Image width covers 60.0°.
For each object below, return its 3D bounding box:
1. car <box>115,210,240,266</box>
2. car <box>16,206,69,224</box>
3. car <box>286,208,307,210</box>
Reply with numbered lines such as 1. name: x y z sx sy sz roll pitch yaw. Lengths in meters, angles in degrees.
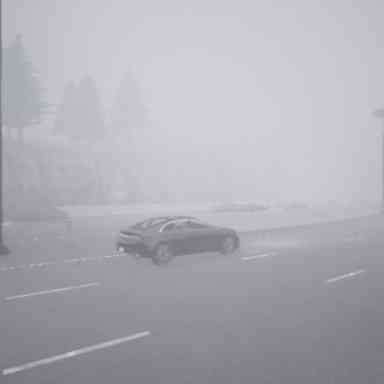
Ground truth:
1. car: -0.356 1.629 12.161 4.902 1.511 2.128 0 -1 -38
2. car: -13.064 1.955 29.220 4.181 1.385 1.994 0 -1 -37
3. car: 13.765 1.932 44.295 1.812 1.442 4.674 -1 -1 43
